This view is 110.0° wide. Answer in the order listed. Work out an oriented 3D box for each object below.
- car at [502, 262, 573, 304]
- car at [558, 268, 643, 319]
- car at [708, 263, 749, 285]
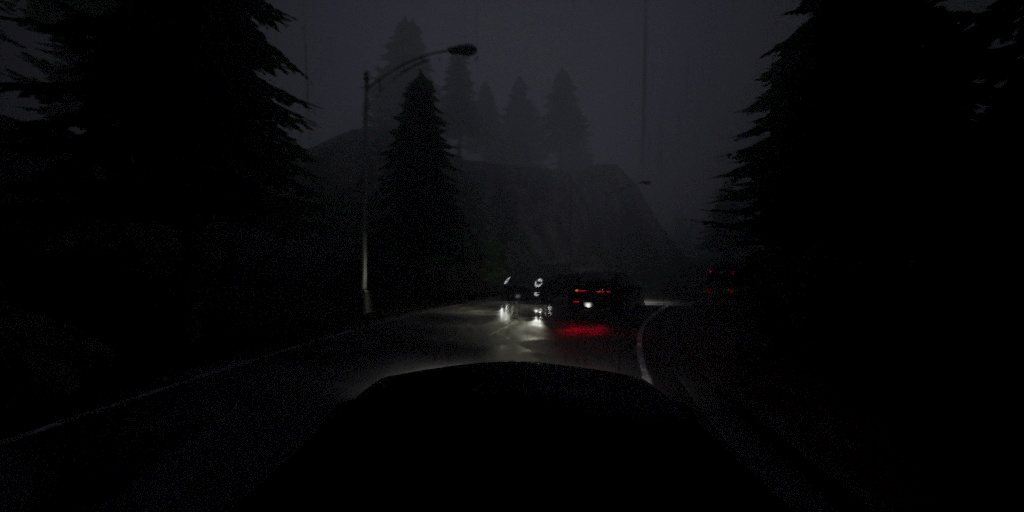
[{"bbox_3d":[1.515,1.099,16.668,2.097,1.767,4.553,1,0,35],"label":"car"},{"bbox_3d":[3.572,1.289,13.317,1.837,1.490,4.892,0,0,29],"label":"car"},{"bbox_3d":[17.618,1.323,28.681,4.553,1.767,2.097,1,0,-39],"label":"car"}]
